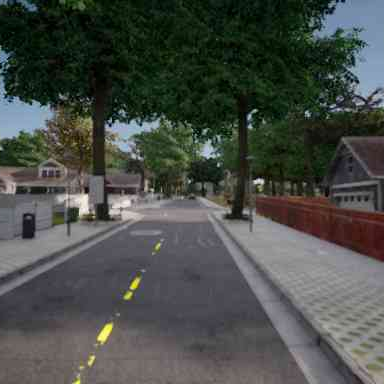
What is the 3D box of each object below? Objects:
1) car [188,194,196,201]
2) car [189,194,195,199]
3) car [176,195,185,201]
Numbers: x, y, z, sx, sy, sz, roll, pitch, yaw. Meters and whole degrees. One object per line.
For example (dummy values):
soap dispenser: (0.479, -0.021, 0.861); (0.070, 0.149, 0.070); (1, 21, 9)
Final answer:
car: (0.009, 1.406, 82.925); (1.837, 1.490, 4.892); (0, 0, 0)
car: (0.014, 1.290, 93.351); (1.812, 1.442, 4.674); (0, 0, 0)
car: (-2.741, 1.431, 78.990); (1.812, 1.442, 4.674); (0, 0, 0)
